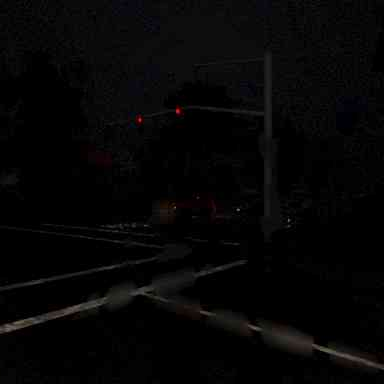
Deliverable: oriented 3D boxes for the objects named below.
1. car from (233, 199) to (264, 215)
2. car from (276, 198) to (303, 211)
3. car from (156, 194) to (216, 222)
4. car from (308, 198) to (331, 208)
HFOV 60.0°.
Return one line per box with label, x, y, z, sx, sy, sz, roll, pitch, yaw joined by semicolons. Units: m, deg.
car;6.154;1.492;34.487;2.128;1.511;4.902;0;0;41
car;12.245;1.526;41.512;1.812;1.442;4.674;0;0;41
car;-0.349;1.221;26.995;2.150;2.045;5.566;0;0;41
car;18.870;1.601;49.126;1.895;1.301;4.718;0;0;41
